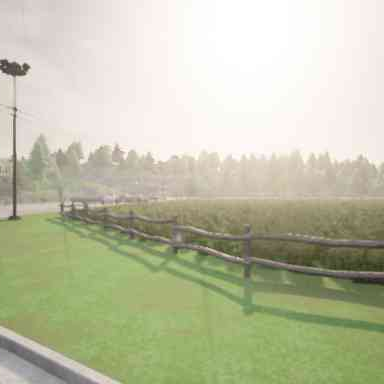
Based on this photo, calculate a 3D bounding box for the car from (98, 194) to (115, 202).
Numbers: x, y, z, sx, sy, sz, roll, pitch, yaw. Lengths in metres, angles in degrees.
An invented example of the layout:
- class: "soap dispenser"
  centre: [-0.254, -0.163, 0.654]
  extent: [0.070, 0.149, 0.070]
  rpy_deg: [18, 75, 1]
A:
- class: "car"
  centre: [-18.468, 1.573, 74.150]
  extent: [1.812, 1.442, 4.674]
  rpy_deg: [0, 0, 10]

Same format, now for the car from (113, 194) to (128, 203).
- class: "car"
  centre: [-15.032, 1.650, 73.477]
  extent: [1.895, 1.301, 4.718]
  rpy_deg: [0, 0, 10]

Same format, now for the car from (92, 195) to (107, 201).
- class: "car"
  centre: [-23.633, 1.411, 85.128]
  extent: [1.837, 1.490, 4.892]
  rpy_deg: [0, 0, 10]

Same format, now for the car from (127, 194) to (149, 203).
- class: "car"
  centre: [-11.664, 1.575, 72.427]
  extent: [2.128, 1.511, 4.902]
  rpy_deg: [0, 0, 10]

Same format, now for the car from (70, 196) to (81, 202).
- class: "car"
  centre: [-25.450, 1.605, 74.868]
  extent: [2.033, 1.411, 5.357]
  rpy_deg: [0, 0, 10]

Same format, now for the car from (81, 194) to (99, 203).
- class: "car"
  centre: [-22.003, 1.601, 74.258]
  extent: [2.033, 1.411, 5.357]
  rpy_deg: [0, 0, 10]

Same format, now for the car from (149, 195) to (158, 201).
- class: "car"
  centre: [-9.842, 1.491, 82.716]
  extent: [1.895, 1.301, 4.718]
  rpy_deg: [0, 0, 10]

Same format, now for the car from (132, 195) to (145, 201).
- class: "car"
  centre: [-13.294, 1.400, 83.297]
  extent: [1.837, 1.490, 4.892]
  rpy_deg: [0, 0, 10]

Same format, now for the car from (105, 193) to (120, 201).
- class: "car"
  centre: [-20.192, 1.262, 84.488]
  extent: [2.097, 1.767, 4.553]
  rpy_deg: [0, 0, 10]
